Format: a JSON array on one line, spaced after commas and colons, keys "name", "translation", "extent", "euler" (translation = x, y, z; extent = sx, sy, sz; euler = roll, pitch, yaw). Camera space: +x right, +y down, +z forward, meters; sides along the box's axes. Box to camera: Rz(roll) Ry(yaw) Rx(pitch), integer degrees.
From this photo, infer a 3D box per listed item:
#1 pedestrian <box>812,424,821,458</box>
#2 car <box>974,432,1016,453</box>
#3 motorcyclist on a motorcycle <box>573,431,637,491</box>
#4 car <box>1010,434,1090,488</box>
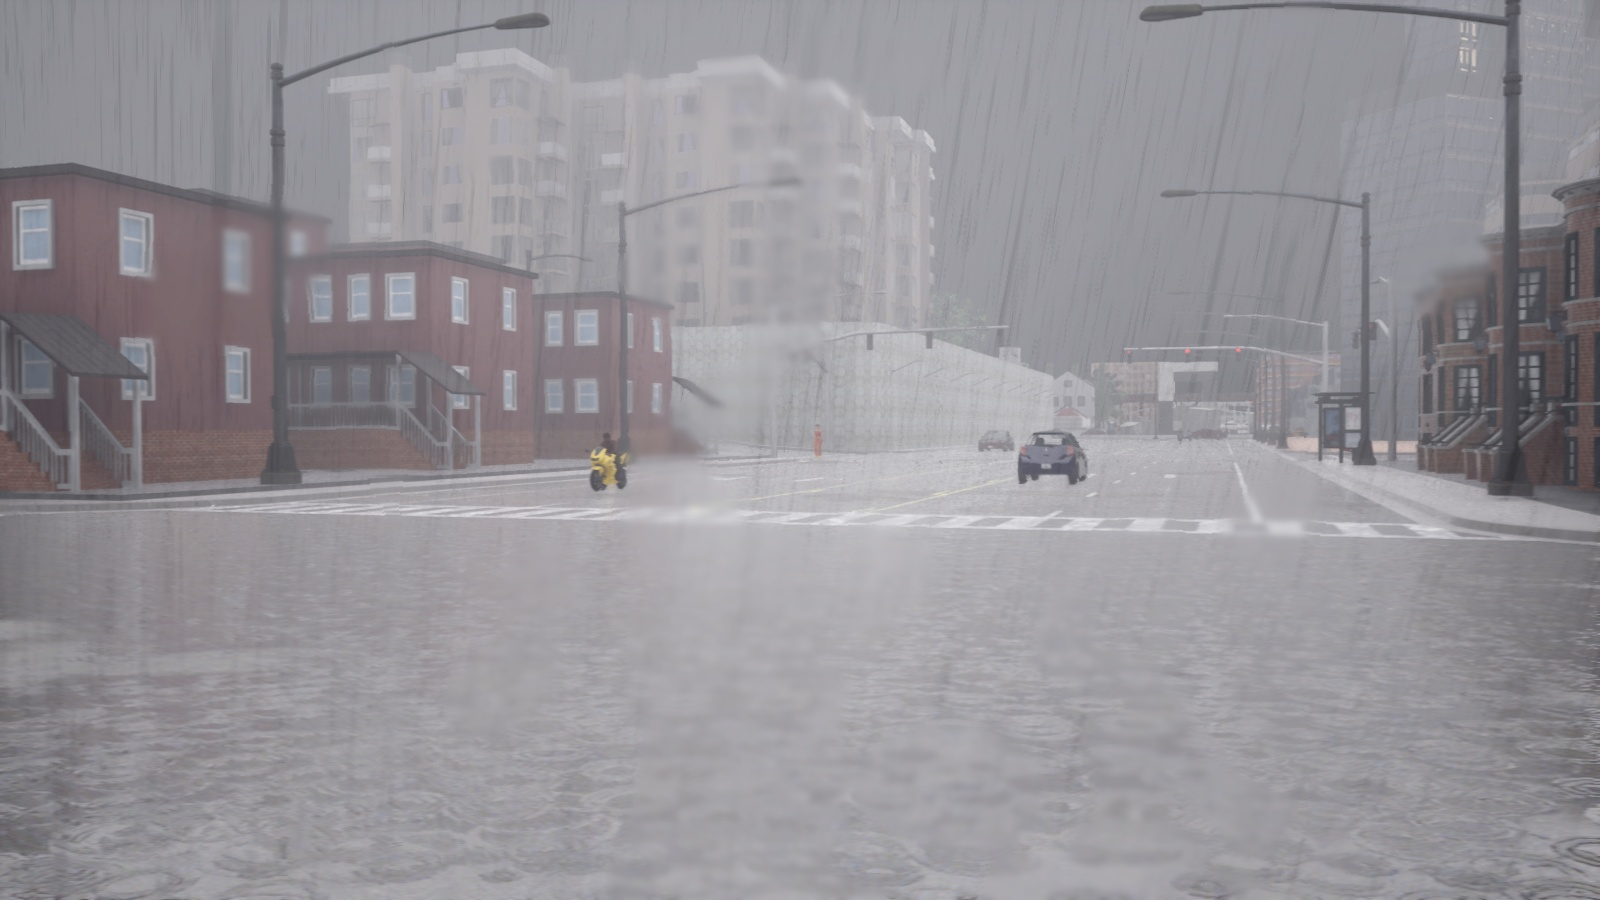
[{"name": "pedestrian", "translation": [0.886, -0.499, 67.701], "extent": [0.345, 1.836, 0.594], "euler": [1, 1, 19]}, {"name": "car", "translation": [13.908, -0.550, 89.227], "extent": [2.163, 1.488, 4.792], "euler": [1, 1, 19]}, {"name": "motorcyclist on a motorcycle", "translation": [-5.063, 0.264, 32.810], "extent": [0.797, 1.523, 2.044], "euler": [1, 1, 19]}, {"name": "car", "translation": [7.387, 0.277, 36.894], "extent": [1.845, 1.501, 3.633], "euler": [1, 1, 19]}]
